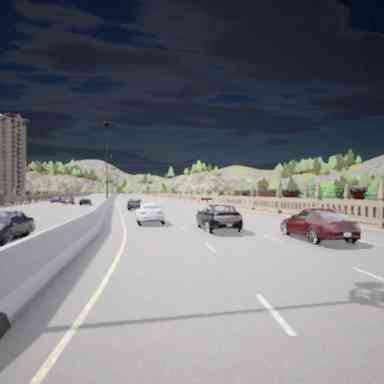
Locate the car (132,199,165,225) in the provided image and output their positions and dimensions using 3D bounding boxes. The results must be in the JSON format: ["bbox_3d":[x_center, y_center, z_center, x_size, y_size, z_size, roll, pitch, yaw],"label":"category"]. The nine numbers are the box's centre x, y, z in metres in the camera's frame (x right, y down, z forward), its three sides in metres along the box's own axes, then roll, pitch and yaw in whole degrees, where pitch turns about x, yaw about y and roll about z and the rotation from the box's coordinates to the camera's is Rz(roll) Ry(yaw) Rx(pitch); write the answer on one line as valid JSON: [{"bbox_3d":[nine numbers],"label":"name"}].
[{"bbox_3d":[-3.063,1.507,23.812,1.812,1.442,4.674,0,0,-12],"label":"car"}]

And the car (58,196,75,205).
[{"bbox_3d":[-22.480,1.504,60.762,2.128,1.511,4.902,0,0,-13],"label":"car"}]

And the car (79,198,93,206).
[{"bbox_3d":[-17.581,1.597,55.047,1.895,1.301,4.718,0,0,-12],"label":"car"}]

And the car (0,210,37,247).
[{"bbox_3d":[-8.528,1.561,14.809,2.033,1.411,5.357,0,0,-10],"label":"car"}]

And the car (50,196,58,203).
[{"bbox_3d":[-27.807,1.542,68.288,1.812,1.442,4.674,0,0,-13],"label":"car"}]

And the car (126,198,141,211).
[{"bbox_3d":[-7.125,1.465,41.586,2.128,1.511,4.902,0,0,-13],"label":"car"}]

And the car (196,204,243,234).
[{"bbox_3d":[1.463,1.461,19.159,2.128,1.511,4.902,0,0,-10],"label":"car"}]

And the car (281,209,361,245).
[{"bbox_3d":[5.700,1.484,15.175,1.812,1.442,4.674,0,0,-8],"label":"car"}]
